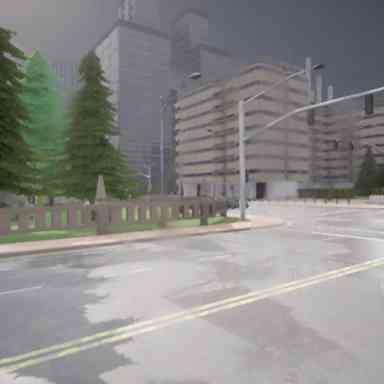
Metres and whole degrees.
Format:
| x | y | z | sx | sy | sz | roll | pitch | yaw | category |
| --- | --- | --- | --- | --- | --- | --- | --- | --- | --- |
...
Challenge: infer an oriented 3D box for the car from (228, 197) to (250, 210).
| x | y | z | sx | sy | sz | roll | pitch | yaw | category |
| --- | --- | --- | --- | --- | --- | --- | --- | --- | --- |
| 4.456 | 1.221 | 37.081 | 1.994 | 1.385 | 4.181 | -1 | 1 | -35 | car |
